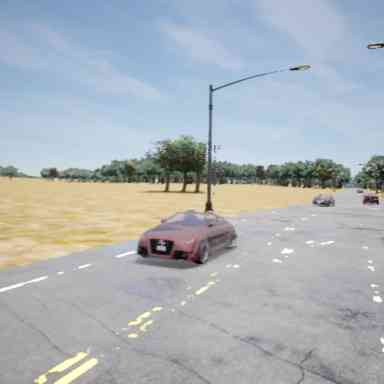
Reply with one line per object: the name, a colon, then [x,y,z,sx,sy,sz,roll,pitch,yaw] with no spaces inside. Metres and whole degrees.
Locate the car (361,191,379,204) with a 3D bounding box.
car: [25.847,0.927,48.085,1.882,1.535,5.008,1,1,26]

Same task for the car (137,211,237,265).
car: [0.015,1.346,11.008,1.994,1.385,4.181,1,1,26]

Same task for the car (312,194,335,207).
car: [15.966,0.971,40.203,2.128,1.511,4.902,2,1,33]
